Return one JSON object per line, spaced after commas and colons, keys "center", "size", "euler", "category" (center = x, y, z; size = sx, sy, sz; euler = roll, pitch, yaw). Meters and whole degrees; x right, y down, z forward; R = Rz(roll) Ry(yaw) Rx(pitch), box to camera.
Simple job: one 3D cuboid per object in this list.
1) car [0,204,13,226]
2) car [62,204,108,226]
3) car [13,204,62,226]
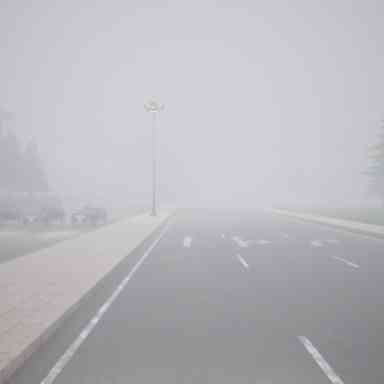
{"center": [-15.018, 1.734, 26.217], "size": [2.128, 1.511, 4.902], "euler": [0, -1, 0], "category": "car"}
{"center": [-8.018, 1.731, 26.223], "size": [2.128, 1.511, 4.902], "euler": [0, -1, 0], "category": "car"}
{"center": [-11.518, 1.732, 26.220], "size": [2.128, 1.511, 4.902], "euler": [0, -1, 0], "category": "car"}
